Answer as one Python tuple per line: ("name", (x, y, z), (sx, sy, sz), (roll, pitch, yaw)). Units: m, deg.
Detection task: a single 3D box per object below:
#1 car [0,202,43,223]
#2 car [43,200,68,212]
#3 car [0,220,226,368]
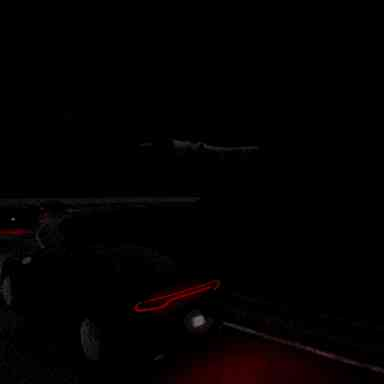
("car", (-11.832, 1.537, 22.994), (1.882, 1.535, 5.008), (0, 0, -17))
("car", (-16.637, 1.643, 39.721), (1.812, 1.442, 4.674), (0, 0, 6))
("car", (-1.722, 1.501, 5.958), (5.008, 1.535, 1.882), (0, 0, 43))
